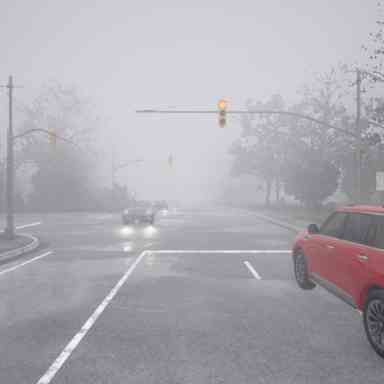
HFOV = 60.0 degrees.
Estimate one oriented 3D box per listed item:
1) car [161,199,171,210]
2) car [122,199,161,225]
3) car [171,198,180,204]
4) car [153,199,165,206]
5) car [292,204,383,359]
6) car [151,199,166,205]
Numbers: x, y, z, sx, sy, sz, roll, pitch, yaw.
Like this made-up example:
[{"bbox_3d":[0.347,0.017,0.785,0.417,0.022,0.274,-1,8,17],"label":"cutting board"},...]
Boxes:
[{"bbox_3d":[-4.193,1.649,44.227,1.994,1.385,4.181,0,-1,-4],"label":"car"},{"bbox_3d":[-3.669,1.351,24.274,2.097,1.767,4.553,0,0,0],"label":"car"},{"bbox_3d":[-4.644,2.316,83.176,1.882,1.535,5.008,0,-1,-22],"label":"car"},{"bbox_3d":[-6.295,2.026,62.941,1.895,1.301,4.718,0,-1,-10],"label":"car"},{"bbox_3d":[3.590,1.221,6.053,2.150,2.045,5.566,0,0,0],"label":"car"},{"bbox_3d":[-8.353,2.406,83.038,2.033,1.411,5.357,0,-1,-25],"label":"car"}]
